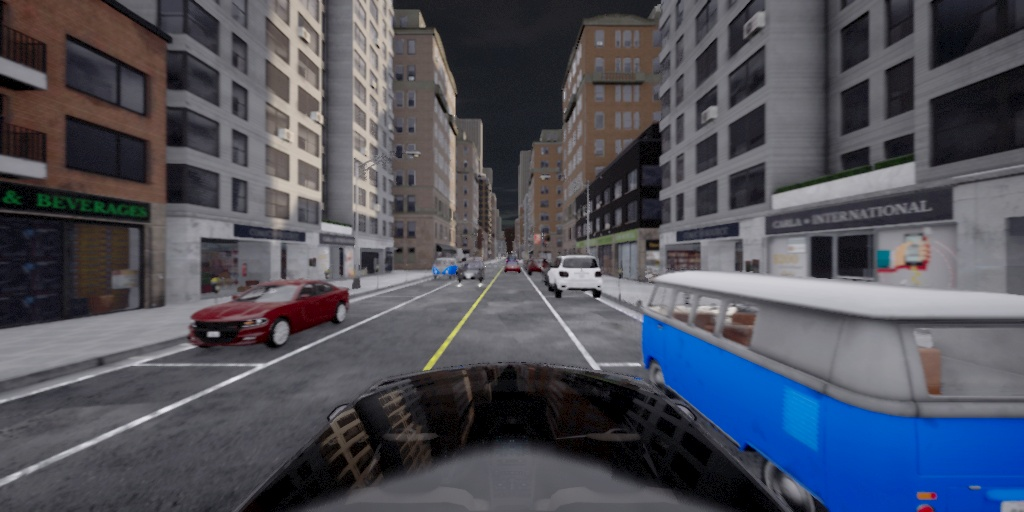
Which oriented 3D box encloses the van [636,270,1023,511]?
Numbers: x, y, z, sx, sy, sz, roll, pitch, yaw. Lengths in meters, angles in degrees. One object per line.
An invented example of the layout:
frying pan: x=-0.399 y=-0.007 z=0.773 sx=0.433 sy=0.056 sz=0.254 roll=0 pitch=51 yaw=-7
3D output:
van: x=2.668 y=1.091 z=3.708 sx=1.690 sy=1.789 sz=3.998 roll=0 pitch=0 yaw=0

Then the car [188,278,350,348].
car: x=-5.857 y=1.295 z=9.281 sx=1.888 sy=1.381 sz=4.507 roll=0 pitch=0 yaw=0

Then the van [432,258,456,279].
van: x=-5.859 y=1.083 z=31.626 sx=1.690 sy=1.789 sz=3.998 roll=0 pitch=0 yaw=0

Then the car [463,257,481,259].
car: x=-5.859 y=1.048 z=48.383 sx=2.192 sy=1.841 sz=5.009 roll=0 pitch=0 yaw=0

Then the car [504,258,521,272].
car: x=0.073 y=1.299 z=44.964 sx=1.994 sy=1.385 sz=4.181 roll=0 pitch=0 yaw=0

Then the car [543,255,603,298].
car: x=3.105 y=0.975 z=18.635 sx=2.150 sy=2.045 sz=5.566 roll=0 pitch=0 yaw=0

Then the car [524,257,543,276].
car: x=2.666 y=1.054 z=37.218 sx=2.192 sy=1.841 sz=5.009 roll=0 pitch=0 yaw=0

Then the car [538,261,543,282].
car: x=3.139 y=1.222 z=25.605 sx=1.882 sy=1.535 sz=5.008 roll=0 pitch=0 yaw=0

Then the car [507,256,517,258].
car: x=0.010 y=0.946 z=62.159 sx=2.150 sy=2.045 sz=5.566 roll=0 pitch=0 yaw=1

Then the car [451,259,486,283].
car: x=-3.097 y=1.235 z=28.133 sx=2.128 sy=1.511 sz=4.902 roll=0 pitch=0 yaw=0
